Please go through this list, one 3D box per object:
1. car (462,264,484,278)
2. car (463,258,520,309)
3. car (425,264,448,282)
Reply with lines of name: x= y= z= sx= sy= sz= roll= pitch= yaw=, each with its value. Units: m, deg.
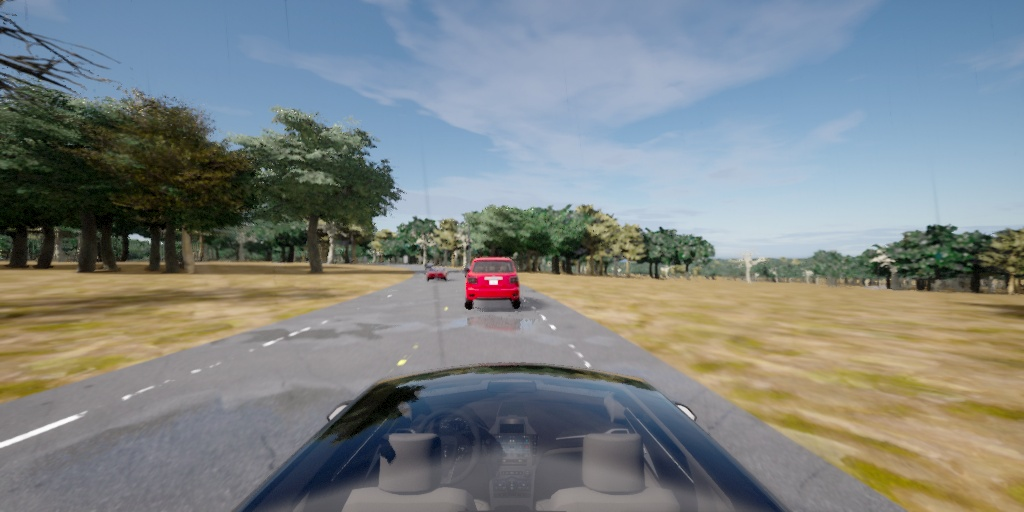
car: x=-4.635 y=1.729 z=41.844 sx=2.033 sy=1.411 sz=5.357 roll=0 pitch=-1 yaw=-12
car: x=-0.930 y=1.099 z=16.001 sx=2.150 sy=2.045 sz=5.566 roll=0 pitch=0 yaw=-5
car: x=-6.916 y=1.682 z=33.313 sx=1.895 sy=1.301 sz=4.718 roll=0 pitch=-1 yaw=-9
